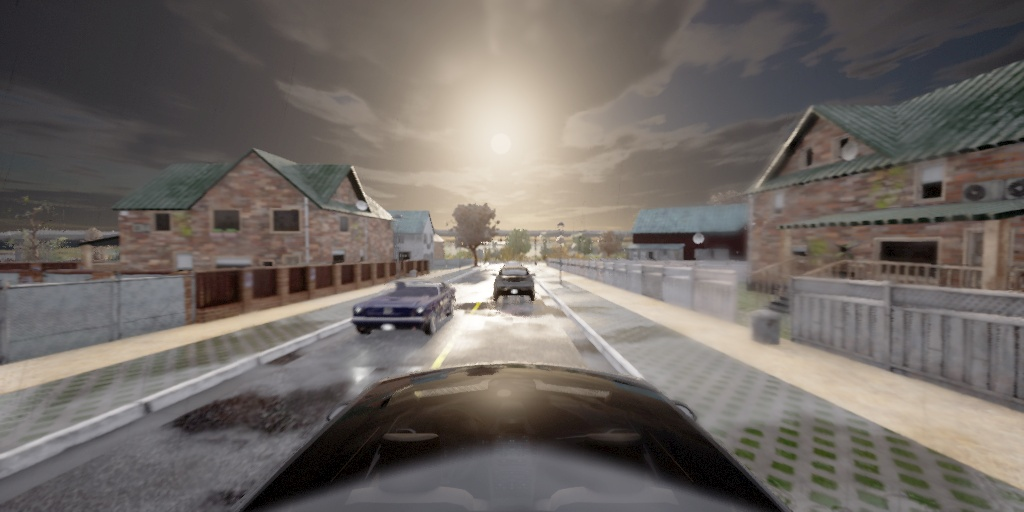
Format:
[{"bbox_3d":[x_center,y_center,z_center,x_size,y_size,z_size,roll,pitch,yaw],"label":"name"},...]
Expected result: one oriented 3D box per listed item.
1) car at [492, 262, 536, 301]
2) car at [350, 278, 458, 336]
[{"bbox_3d":[0.098,1.233,17.282,1.837,1.490,4.892,0,0,0],"label":"car"},{"bbox_3d":[-2.851,1.337,10.462,1.895,1.301,4.718,0,0,0],"label":"car"}]
